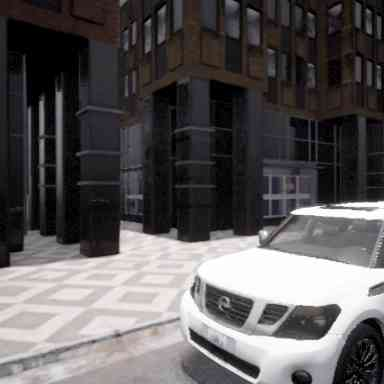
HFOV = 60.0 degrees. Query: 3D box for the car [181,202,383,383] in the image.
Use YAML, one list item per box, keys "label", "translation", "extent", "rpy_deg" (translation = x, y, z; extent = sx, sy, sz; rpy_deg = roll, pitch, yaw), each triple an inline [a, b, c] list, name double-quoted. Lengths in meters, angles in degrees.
- label: "car"
  translation: [2.516, 1.212, 5.178]
  extent: [5.566, 2.045, 2.150]
  rpy_deg: [0, 0, -36]
